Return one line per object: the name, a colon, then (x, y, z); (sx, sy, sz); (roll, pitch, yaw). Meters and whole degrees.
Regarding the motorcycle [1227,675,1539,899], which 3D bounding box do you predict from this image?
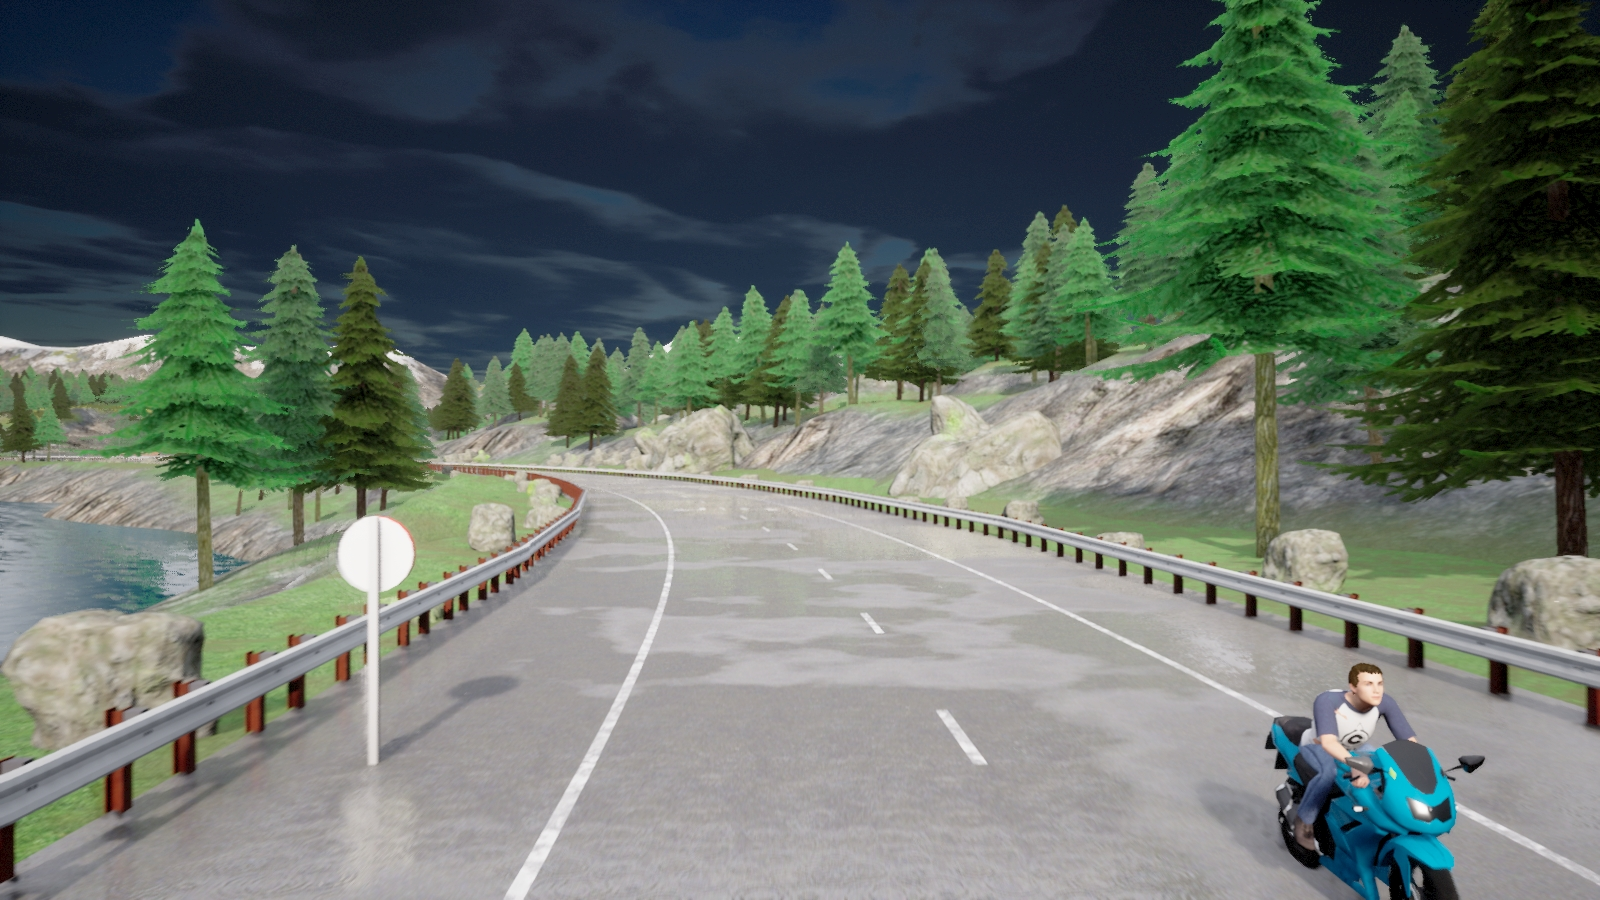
motorcycle: (3.408, 2.177, 6.944); (0.803, 1.217, 2.033); (0, 0, -2)
